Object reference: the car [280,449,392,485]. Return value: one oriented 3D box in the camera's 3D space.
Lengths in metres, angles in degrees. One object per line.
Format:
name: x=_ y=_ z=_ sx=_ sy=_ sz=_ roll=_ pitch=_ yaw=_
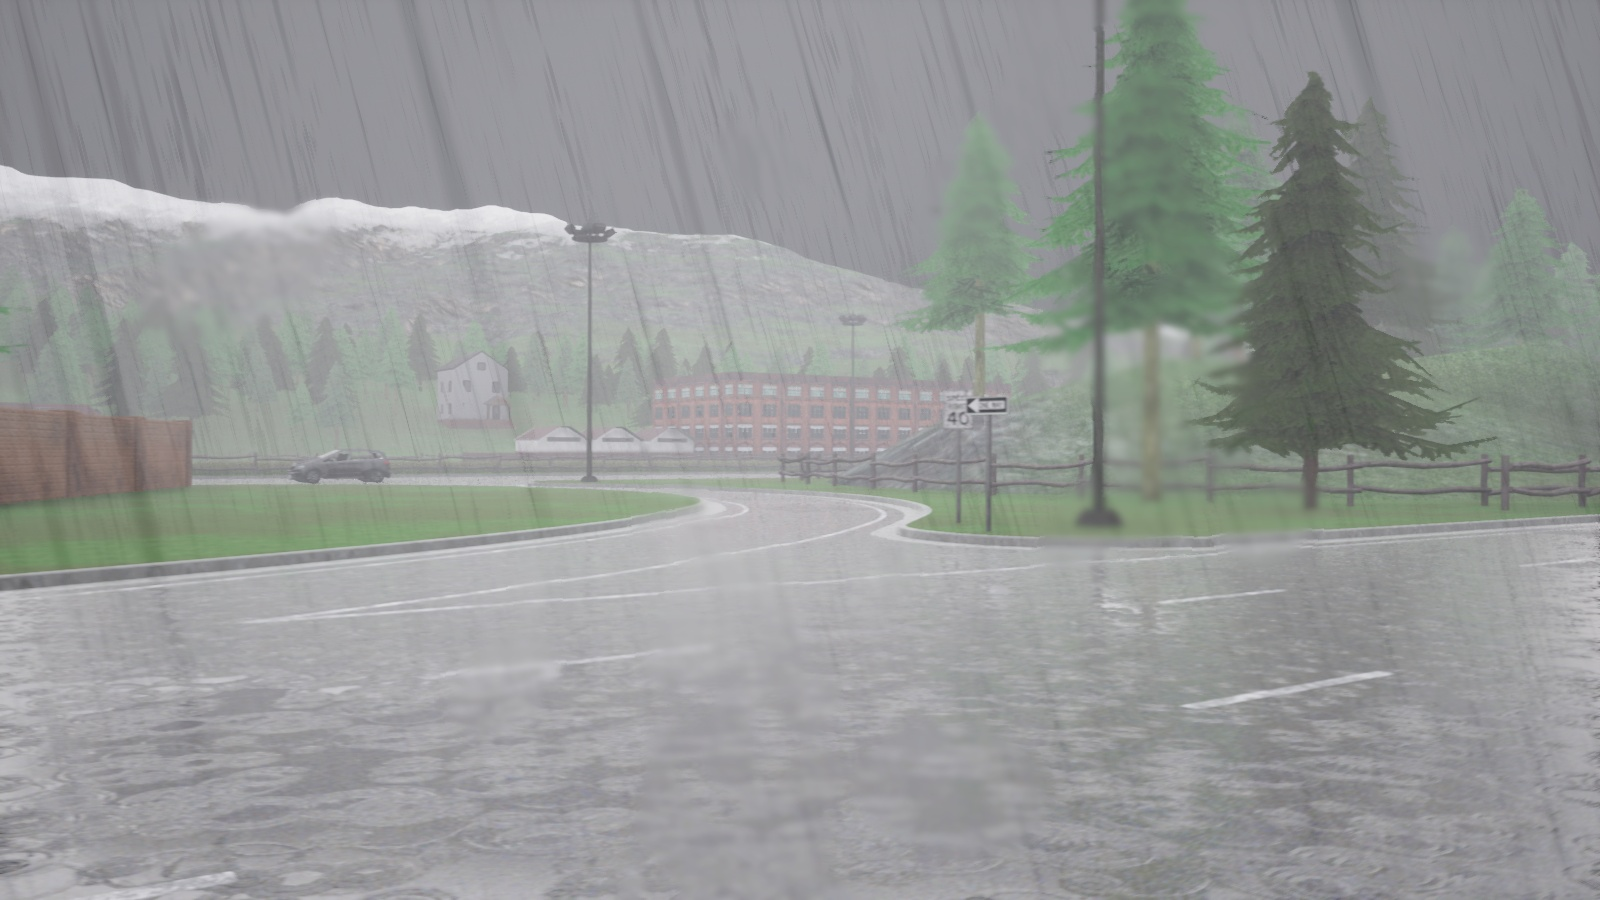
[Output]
car: x=-22.235 y=0.784 z=60.243 sx=4.611 sy=1.667 sz=2.242 roll=0 pitch=0 yaw=-35
